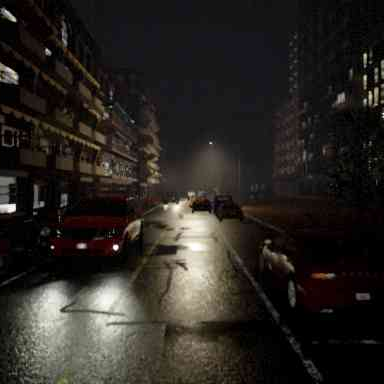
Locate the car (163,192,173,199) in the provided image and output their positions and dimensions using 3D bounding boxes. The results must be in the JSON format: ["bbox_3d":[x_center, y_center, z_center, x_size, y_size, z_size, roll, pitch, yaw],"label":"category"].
[{"bbox_3d":[-5.699,0.922,79.290,1.967,1.590,4.097,0,0,0],"label":"car"}]

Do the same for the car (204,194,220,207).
[{"bbox_3d":[2.682,1.120,46.131,1.967,1.590,4.097,0,0,0],"label":"car"}]

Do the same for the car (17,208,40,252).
[{"bbox_3d":[-5.697,1.344,12.973,1.967,1.590,4.097,0,0,0],"label":"car"}]

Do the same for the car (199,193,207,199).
[{"bbox_3d":[2.681,1.006,79.461,1.752,1.417,4.829,0,0,0],"label":"car"}]

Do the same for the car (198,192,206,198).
[{"bbox_3d":[2.680,0.862,90.344,1.967,1.590,4.097,0,0,0],"label":"car"}]

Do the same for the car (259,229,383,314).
[{"bbox_3d":[2.685,1.489,7.447,1.887,1.381,4.507,0,0,0],"label":"car"}]

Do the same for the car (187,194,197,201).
[{"bbox_3d":[-0.002,1.154,66.943,1.895,1.301,4.718,0,0,0],"label":"car"}]

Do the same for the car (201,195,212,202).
[{"bbox_3d":[2.682,1.160,62.712,1.802,1.307,4.206,0,0,0],"label":"car"}]

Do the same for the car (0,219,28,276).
[{"bbox_3d":[-5.696,1.526,7.448,1.802,1.307,4.206,0,0,0],"label":"car"}]

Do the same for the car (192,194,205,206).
[{"bbox_3d":[0.884,1.120,48.742,1.801,1.575,5.366,0,0,0],"label":"car"}]

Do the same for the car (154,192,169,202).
[{"bbox_3d":[-5.700,0.893,62.710,2.192,1.841,5.009,0,0,0],"label":"car"}]

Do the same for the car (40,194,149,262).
[{"bbox_3d":[-3.102,1.130,12.106,2.150,2.045,5.566,0,1,0],"label":"car"}]

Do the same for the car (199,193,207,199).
[{"bbox_3d":[2.681,1.017,84.819,1.947,1.339,4.313,0,0,0],"label":"car"}]

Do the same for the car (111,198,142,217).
[{"bbox_3d":[-5.696,1.332,29.552,1.887,1.381,4.507,0,0,0],"label":"car"}]

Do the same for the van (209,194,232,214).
[{"bbox_3d":[2.683,1.129,29.551,1.690,1.788,3.998,0,0,0],"label":"van"}]

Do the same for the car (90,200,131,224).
[{"bbox_3d":[-5.696,1.352,23.856,1.752,1.417,4.829,0,0,0],"label":"car"}]

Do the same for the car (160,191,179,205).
[{"bbox_3d":[-3.083,0.875,50.524,2.150,2.045,5.566,0,0,0],"label":"car"}]

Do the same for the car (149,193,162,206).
[{"bbox_3d":[-5.698,1.225,46.133,1.887,1.381,4.507,0,0,0],"label":"car"}]

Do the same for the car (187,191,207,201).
[{"bbox_3d":[0.759,1.055,42.562,2.097,1.767,4.553,0,0,3],"label":"car"}]

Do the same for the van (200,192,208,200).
[{"bbox_3d":[2.680,0.854,73.764,1.690,1.788,3.998,0,0,0],"label":"van"}]

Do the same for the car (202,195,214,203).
[{"bbox_3d":[2.682,1.194,57.186,1.802,1.307,4.206,0,0,0],"label":"car"}]

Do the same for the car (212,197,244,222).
[{"bbox_3d":[2.684,1.350,24.197,1.752,1.417,4.829,0,0,0],"label":"car"}]

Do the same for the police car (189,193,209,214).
[{"bbox_3d":[0.899,1.192,32.660,1.930,1.638,5.238,0,0,0],"label":"police car"}]

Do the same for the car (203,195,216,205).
[{"bbox_3d":[2.682,1.170,51.829,1.752,1.417,4.829,0,0,0],"label":"car"}]
